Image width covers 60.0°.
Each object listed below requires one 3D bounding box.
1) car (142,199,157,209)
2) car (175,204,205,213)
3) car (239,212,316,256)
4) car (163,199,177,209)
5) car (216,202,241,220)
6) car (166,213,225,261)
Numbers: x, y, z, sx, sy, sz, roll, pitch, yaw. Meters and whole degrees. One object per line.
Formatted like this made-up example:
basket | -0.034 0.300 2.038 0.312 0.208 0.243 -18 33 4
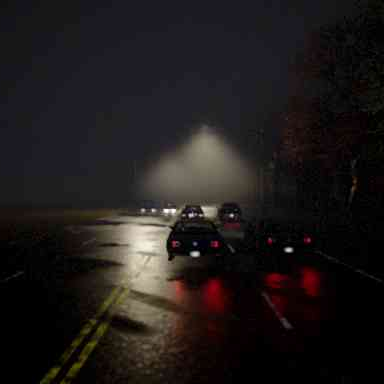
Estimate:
car | -6.584 1.763 51.637 1.882 1.535 5.008 0 0 0
car | 0.045 1.704 26.225 2.033 1.411 5.357 0 0 1
car | 3.313 1.680 13.546 1.895 1.301 4.718 -1 0 0
car | -3.334 1.777 51.826 2.128 1.511 4.902 0 0 0
car | 3.319 1.680 30.090 1.837 1.490 4.892 0 0 0
car | 0.061 1.678 12.669 1.895 1.301 4.718 0 0 -1
